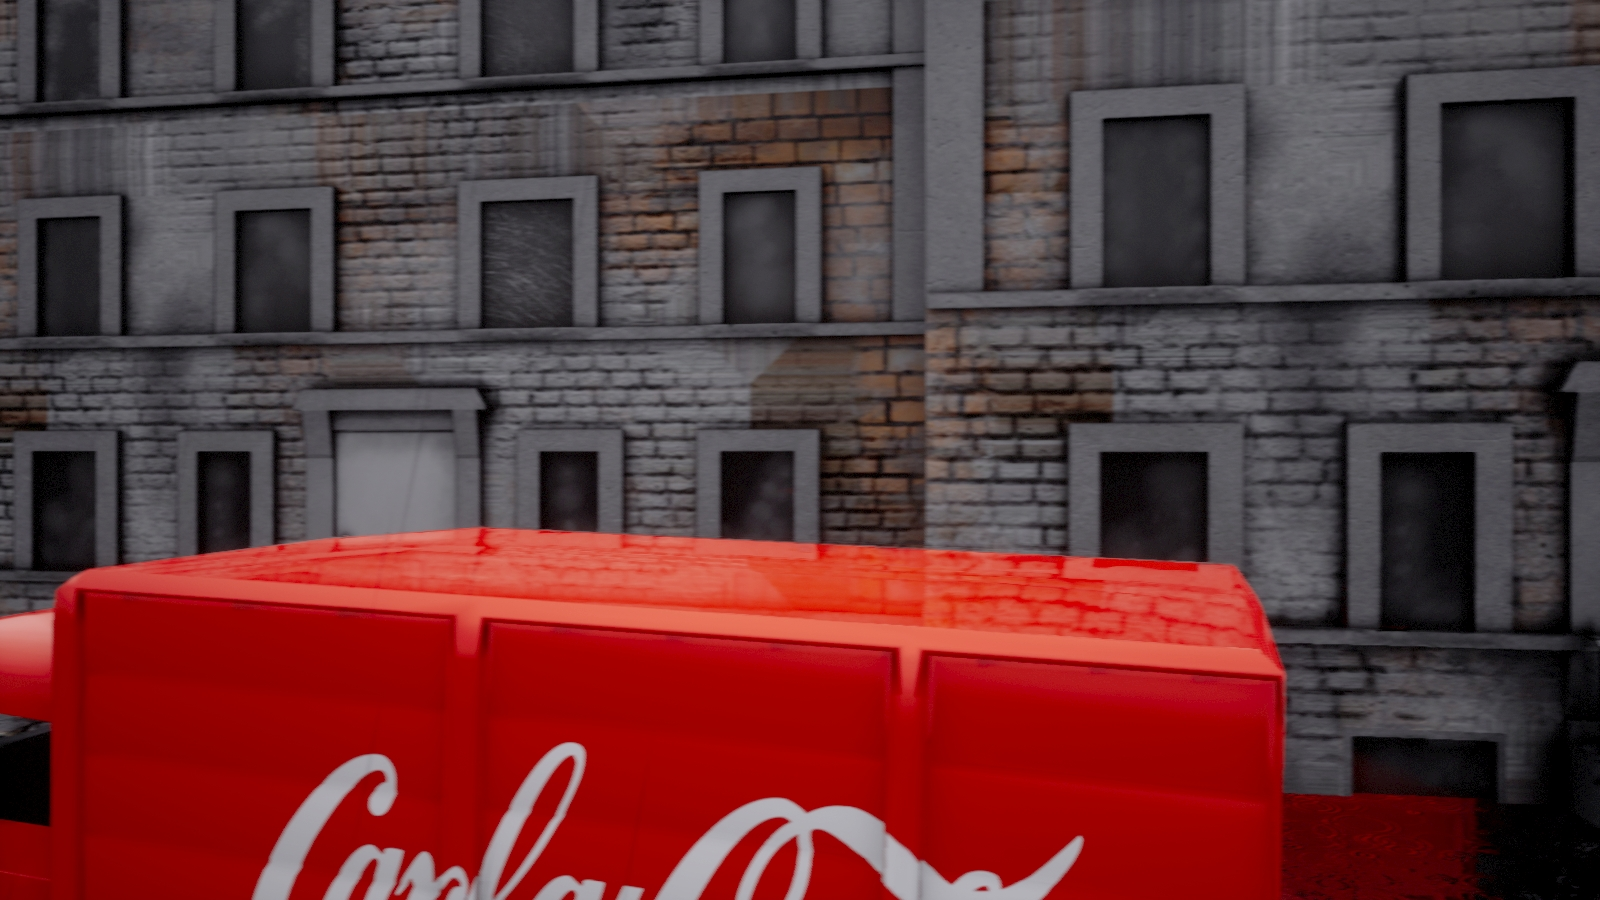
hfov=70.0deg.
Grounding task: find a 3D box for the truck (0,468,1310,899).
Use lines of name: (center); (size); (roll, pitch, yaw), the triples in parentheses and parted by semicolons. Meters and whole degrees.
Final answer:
truck: (-1.142, 1.356, 4.092); (5.204, 2.467, 2.627); (1, 0, 19)
